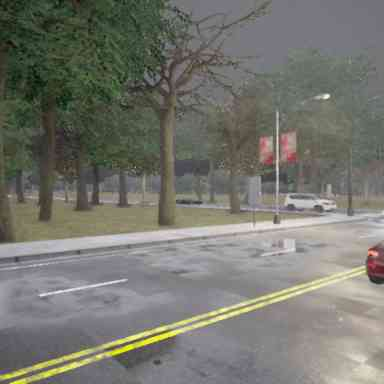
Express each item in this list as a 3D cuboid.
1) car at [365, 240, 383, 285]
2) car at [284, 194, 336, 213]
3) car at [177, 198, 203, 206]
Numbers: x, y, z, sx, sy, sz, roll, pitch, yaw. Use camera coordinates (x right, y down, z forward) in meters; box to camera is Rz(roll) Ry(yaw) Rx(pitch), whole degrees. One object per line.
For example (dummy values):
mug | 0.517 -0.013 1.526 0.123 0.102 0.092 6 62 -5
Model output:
car | 6.035 1.522 8.280 4.674 1.442 1.812 0 0 -38
car | 12.758 1.192 36.288 2.150 2.045 5.566 0 0 -39
car | -0.341 1.549 52.785 1.895 1.301 4.718 0 0 -38
